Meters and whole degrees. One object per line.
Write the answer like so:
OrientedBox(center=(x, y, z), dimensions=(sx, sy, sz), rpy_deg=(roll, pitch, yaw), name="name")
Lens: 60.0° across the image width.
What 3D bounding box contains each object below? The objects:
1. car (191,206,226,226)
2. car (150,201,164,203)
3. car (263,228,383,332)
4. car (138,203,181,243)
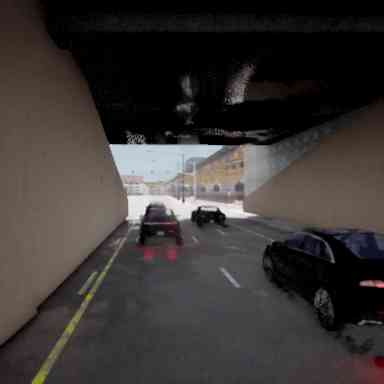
OrientedBox(center=(1.057, 1.651, 23.980), dimensions=(1.895, 1.301, 4.718), rpy_deg=(-1, 0, -7), name="car")
OrientedBox(center=(-3.307, 1.615, 31.116), dimensions=(1.837, 1.490, 4.892), rpy_deg=(-1, 0, -7), name="car")
OrientedBox(center=(2.908, 1.480, 6.850), dimensions=(2.128, 1.511, 4.902), rpy_deg=(-1, 0, -5), name="car")
OrientedBox(center=(-1.606, 1.550, 16.513), dimensions=(2.128, 1.511, 4.902), rpy_deg=(-1, 0, -7), name="car")
